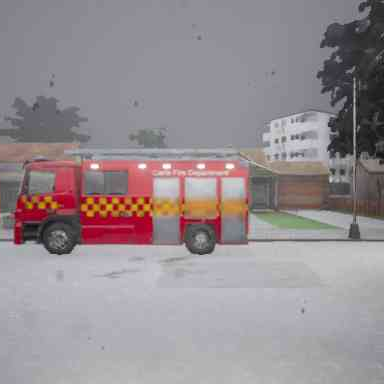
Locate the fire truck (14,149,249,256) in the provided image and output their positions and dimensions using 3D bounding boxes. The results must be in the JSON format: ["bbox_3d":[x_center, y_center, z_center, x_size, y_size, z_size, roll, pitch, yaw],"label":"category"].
[{"bbox_3d":[-2.115,0.342,13.064,8.468,3.827,2.891,0,0,0],"label":"fire truck"}]
